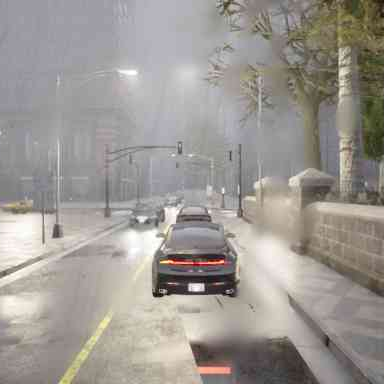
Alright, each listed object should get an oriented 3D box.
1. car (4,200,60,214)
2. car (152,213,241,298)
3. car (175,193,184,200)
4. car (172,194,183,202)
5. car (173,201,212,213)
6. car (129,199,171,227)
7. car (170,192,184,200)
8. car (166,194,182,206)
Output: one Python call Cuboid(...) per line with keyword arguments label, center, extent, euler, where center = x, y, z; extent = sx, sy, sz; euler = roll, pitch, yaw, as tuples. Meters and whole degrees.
Cuboid(label="car", center=(-14.941, 1.398, 31.177), extent=(4.829, 1.417, 1.752), euler=(1, -1, 0))
Cuboid(label="car", center=(0.096, 1.505, 8.528), extent=(1.837, 1.490, 4.892), euler=(0, 0, 0))
Cuboid(label="car", center=(-3.024, 1.043, 81.593), extent=(2.097, 1.767, 4.553), euler=(0, 1, 0))
Cuboid(label="car", center=(-3.020, 1.319, 70.441), extent=(2.128, 1.511, 4.902), euler=(0, 0, 0))
Cuboid(label="car", center=(0.095, 1.477, 18.849), extent=(1.882, 1.535, 5.008), euler=(0, 0, 0))
Cuboid(label="car", center=(-2.911, 1.491, 22.480), extent=(2.128, 1.511, 4.902), euler=(0, 0, 3))
Cuboid(label="car", center=(-3.087, 1.091, 60.132), extent=(2.150, 2.045, 5.566), euler=(0, 0, 1))
Cuboid(label="car", center=(-3.105, 1.424, 50.177), extent=(2.128, 1.511, 4.902), euler=(0, 0, 0))
